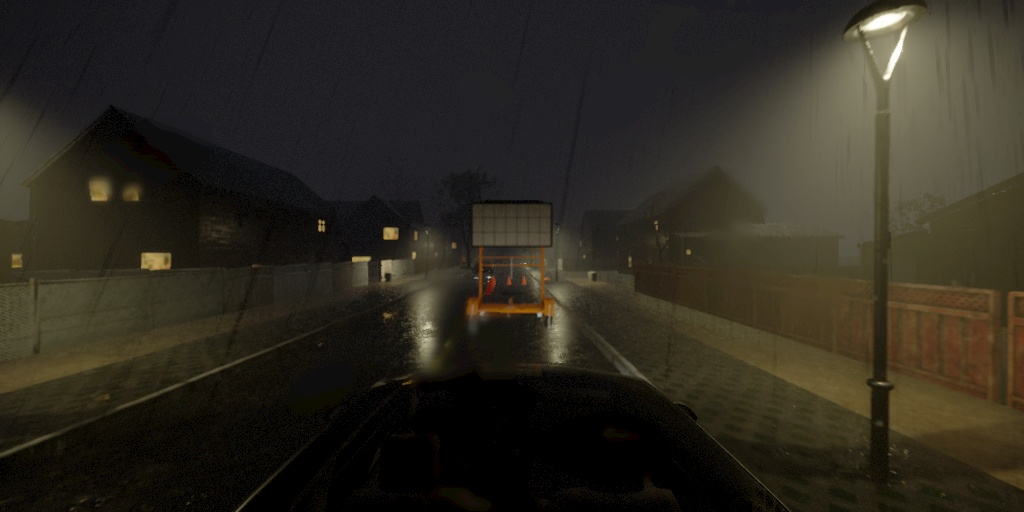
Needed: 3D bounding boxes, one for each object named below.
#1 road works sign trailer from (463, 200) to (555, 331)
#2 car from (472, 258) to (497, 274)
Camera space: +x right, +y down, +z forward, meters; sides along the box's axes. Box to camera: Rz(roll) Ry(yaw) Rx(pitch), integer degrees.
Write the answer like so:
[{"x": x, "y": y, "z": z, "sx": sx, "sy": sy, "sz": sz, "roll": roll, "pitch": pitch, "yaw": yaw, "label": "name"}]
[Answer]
[{"x": -0.011, "y": 0.151, "z": 10.698, "sx": 2.380, "sy": 3.560, "sz": 2.880, "roll": 0, "pitch": 0, "yaw": 0, "label": "road works sign trailer"}, {"x": -2.891, "y": 1.147, "z": 36.662, "sx": 1.994, "sy": 1.385, "sz": 4.181, "roll": 0, "pitch": 0, "yaw": 0, "label": "car"}]
